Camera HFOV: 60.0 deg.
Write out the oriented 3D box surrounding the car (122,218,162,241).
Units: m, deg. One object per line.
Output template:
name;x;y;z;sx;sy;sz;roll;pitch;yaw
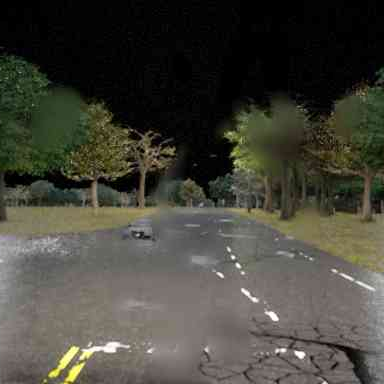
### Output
car;-3.146;2.393;21.652;1.994;1.385;4.181;1;-2;2
